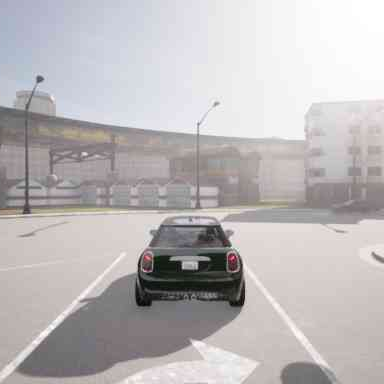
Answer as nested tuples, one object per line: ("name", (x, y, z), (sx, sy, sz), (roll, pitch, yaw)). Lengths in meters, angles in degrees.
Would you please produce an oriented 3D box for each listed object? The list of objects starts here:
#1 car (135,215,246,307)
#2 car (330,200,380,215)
("car", (-0.013, 1.350, 8.160), (2.097, 1.767, 4.553), (0, 0, 1))
("car", (16.434, 1.519, 33.669), (4.674, 1.442, 1.812), (0, 0, 2))
